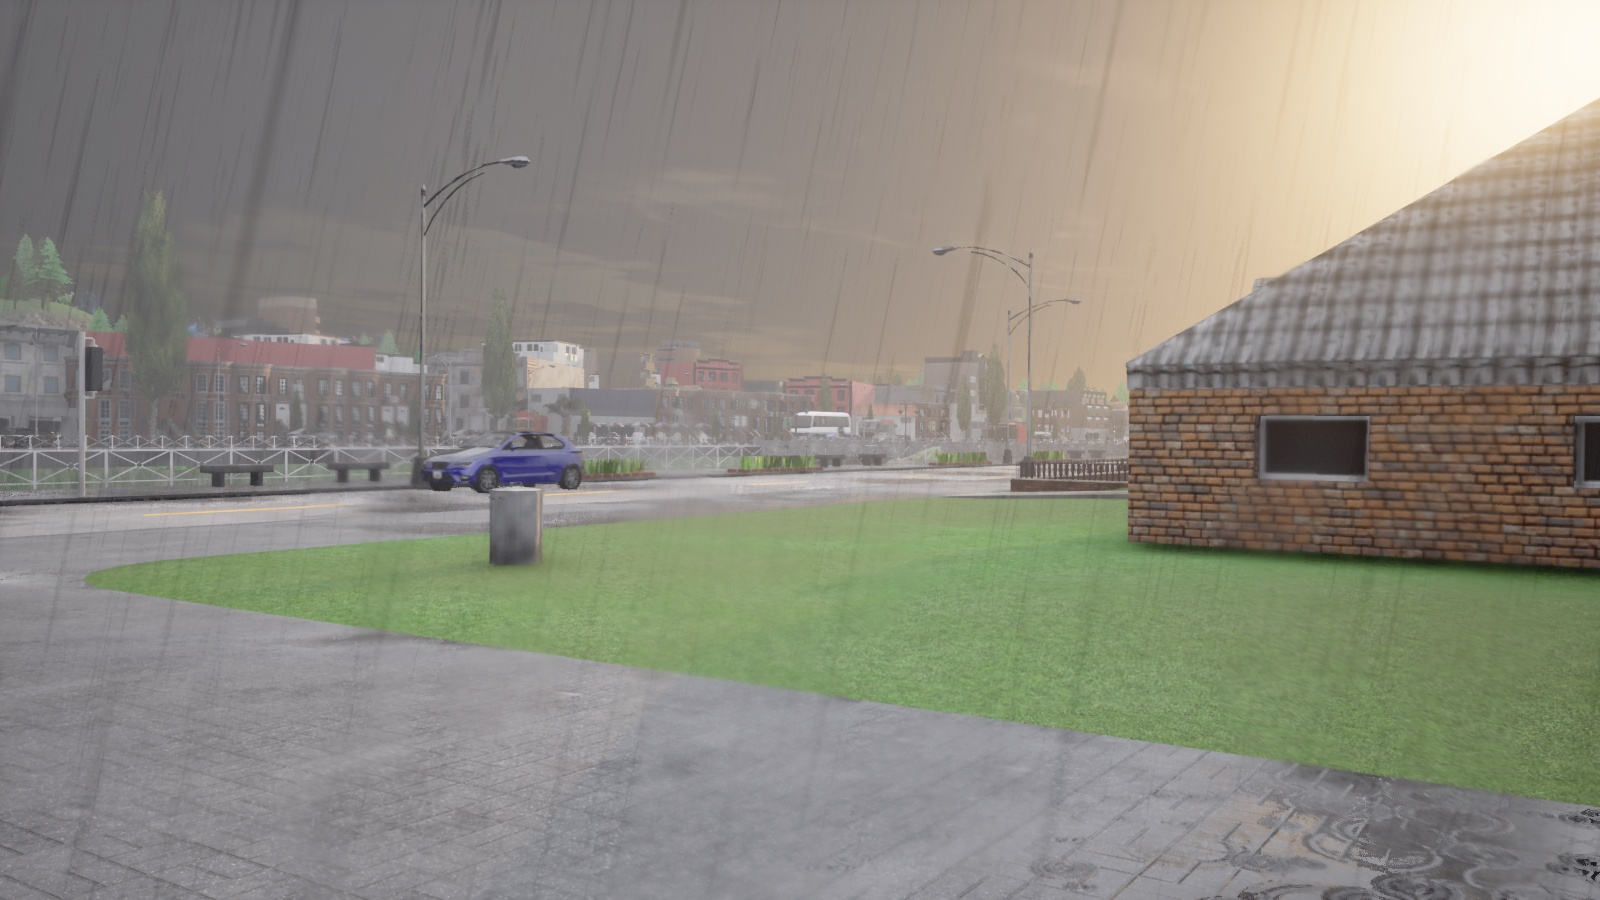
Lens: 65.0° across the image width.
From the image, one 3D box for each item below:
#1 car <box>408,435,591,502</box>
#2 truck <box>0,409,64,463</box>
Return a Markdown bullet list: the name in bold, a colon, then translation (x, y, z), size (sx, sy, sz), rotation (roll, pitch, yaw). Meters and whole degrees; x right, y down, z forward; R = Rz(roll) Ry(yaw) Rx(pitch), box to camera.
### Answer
- **car**: translation (-7.181, 0.395, 30.388), size (1.816, 1.474, 4.193), rotation (0, 1, 34)
- **truck**: translation (-52.381, -0.882, 81.003), size (2.891, 3.462, 7.936), rotation (0, 1, 34)
